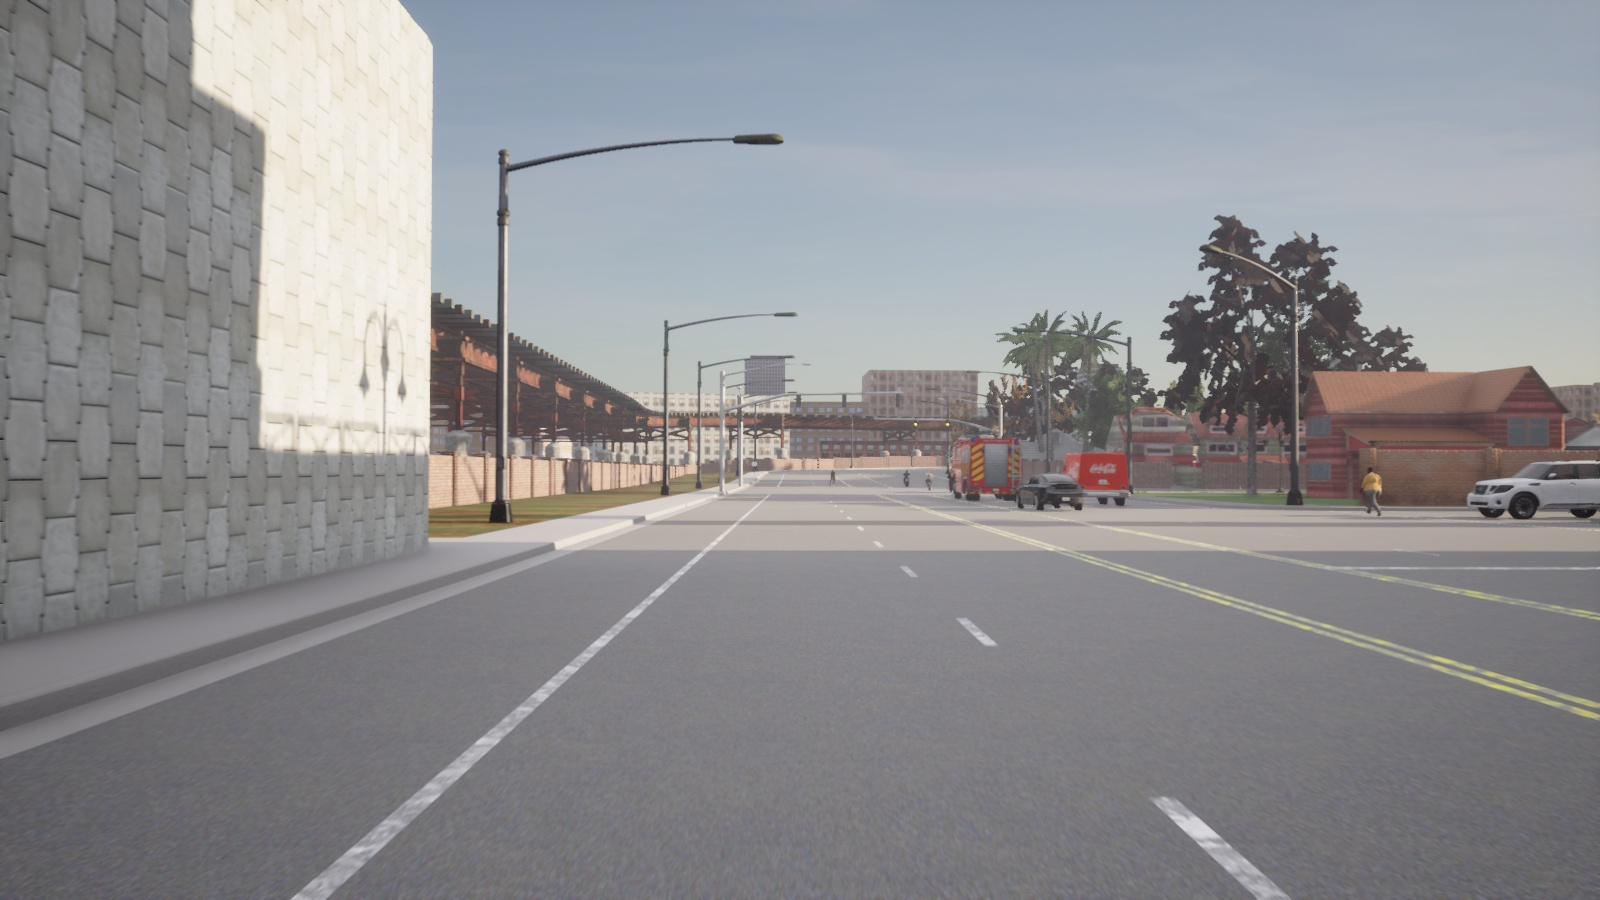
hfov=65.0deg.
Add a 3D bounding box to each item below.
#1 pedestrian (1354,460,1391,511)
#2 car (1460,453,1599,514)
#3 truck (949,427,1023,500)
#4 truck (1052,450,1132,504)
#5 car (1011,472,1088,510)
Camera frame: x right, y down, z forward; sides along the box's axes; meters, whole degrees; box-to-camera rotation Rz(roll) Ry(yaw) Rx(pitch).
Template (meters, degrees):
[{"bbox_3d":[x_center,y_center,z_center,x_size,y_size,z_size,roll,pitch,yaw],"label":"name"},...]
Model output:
[{"bbox_3d":[20.892,1.300,45.868,0.874,1.855,0.900,0,-1,-7],"label":"pedestrian"},{"bbox_3d":[26.388,1.161,43.804,5.566,2.045,2.150,0,-1,-1],"label":"car"},{"bbox_3d":[10.315,0.791,70.599,2.891,3.827,8.468,0,-1,0],"label":"truck"},{"bbox_3d":[13.825,1.274,59.822,2.627,2.467,5.204,0,-1,0],"label":"truck"},{"bbox_3d":[10.352,1.656,52.432,1.837,1.490,4.892,0,-1,-5],"label":"car"}]
